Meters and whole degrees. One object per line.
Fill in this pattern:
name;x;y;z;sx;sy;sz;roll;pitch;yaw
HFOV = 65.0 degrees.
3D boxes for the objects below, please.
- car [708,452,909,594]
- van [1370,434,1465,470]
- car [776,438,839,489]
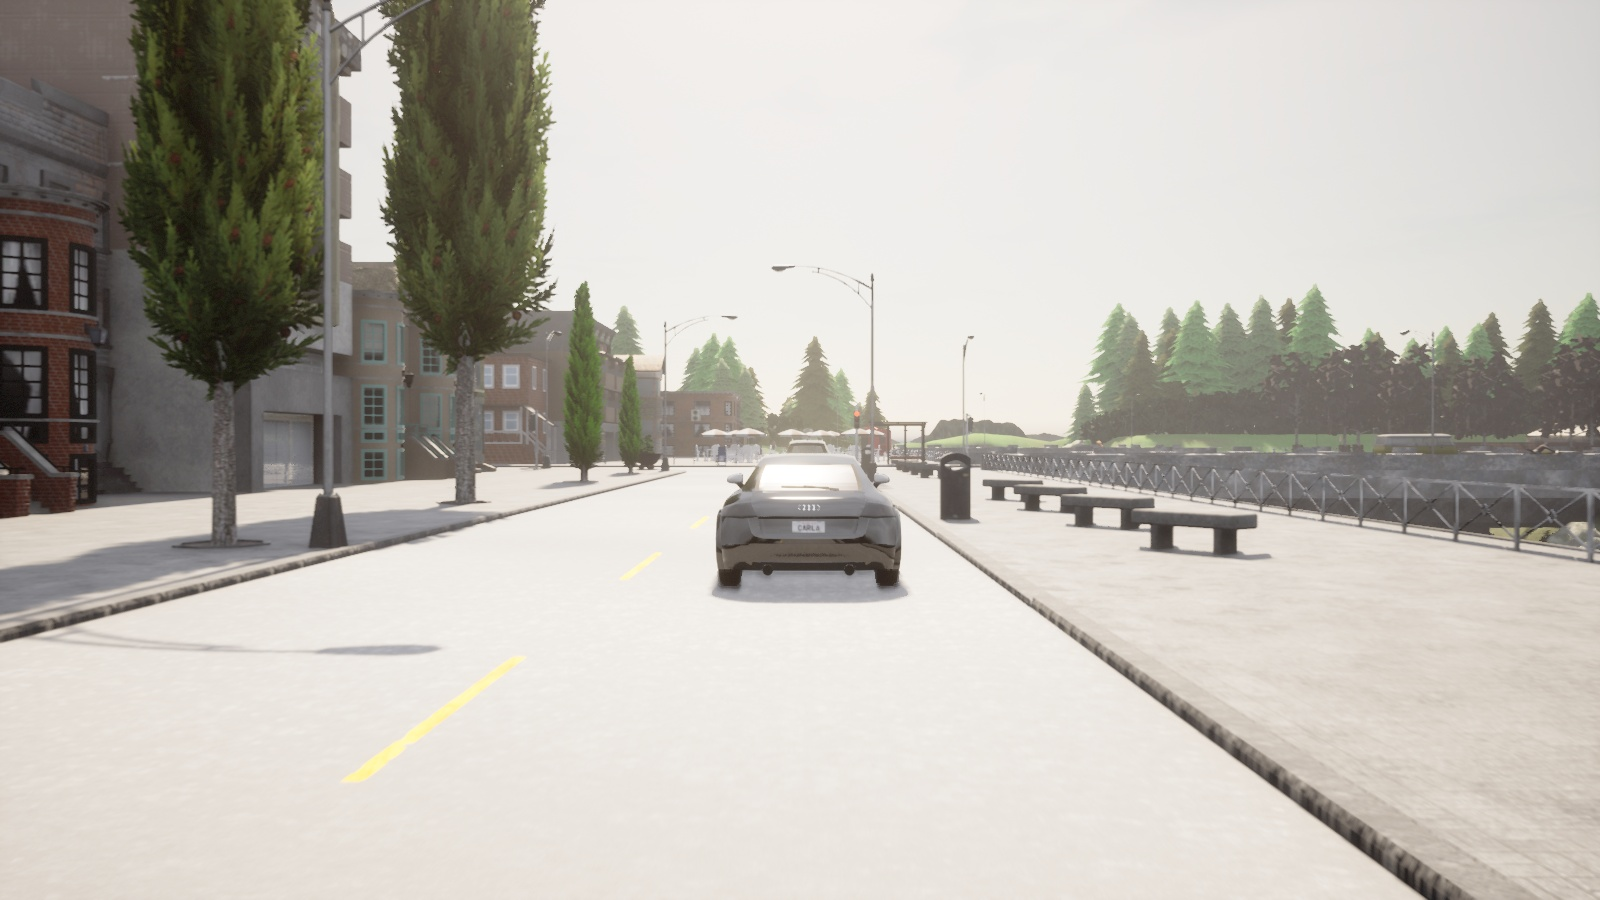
car;0.096;0.728;14.599;1.994;1.385;4.181;0;0;0
van;34.684;0.129;70.615;4.442;1.987;1.775;0;0;0
car;0.255;0.433;43.217;2.033;1.649;4.856;0;0;0
